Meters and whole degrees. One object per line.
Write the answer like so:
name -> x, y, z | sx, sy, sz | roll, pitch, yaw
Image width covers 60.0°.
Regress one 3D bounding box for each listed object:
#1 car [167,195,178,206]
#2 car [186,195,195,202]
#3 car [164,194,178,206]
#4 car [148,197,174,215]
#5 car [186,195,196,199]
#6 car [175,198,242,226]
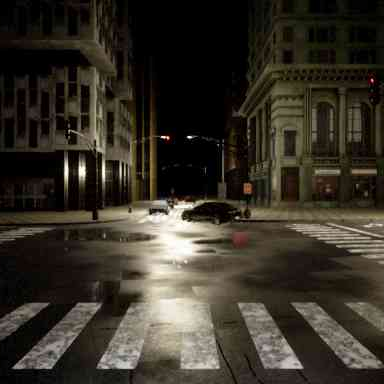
car -> -3.278, 1.456, 43.480 | 2.128, 1.511, 4.902 | 0, 0, 0
car -> -0.400, 1.451, 73.652 | 1.994, 1.385, 4.181 | 0, 0, 0
car -> -3.344, 1.298, 53.773 | 2.097, 1.767, 4.553 | 0, 0, 0
car -> -3.204, 1.527, 33.565 | 2.033, 1.411, 5.357 | 0, 0, 0
car -> -0.236, 1.449, 63.840 | 1.812, 1.442, 4.674 | 0, 0, 0
car -> 1.287, 1.477, 23.580 | 1.837, 1.490, 4.892 | -6, 3, -44
